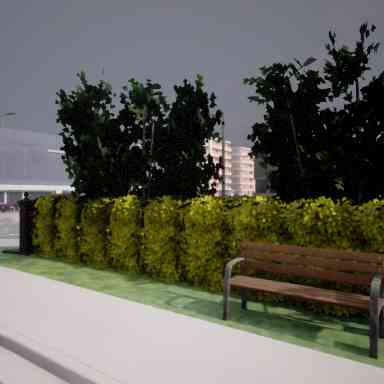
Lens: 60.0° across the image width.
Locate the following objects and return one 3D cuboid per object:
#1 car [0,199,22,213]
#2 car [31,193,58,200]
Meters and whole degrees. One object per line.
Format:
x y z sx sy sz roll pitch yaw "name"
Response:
-19.062 1.502 37.544 2.033 1.411 5.357 0 0 35 "car"
-15.236 1.167 36.874 2.150 2.045 5.566 0 0 36 "car"
